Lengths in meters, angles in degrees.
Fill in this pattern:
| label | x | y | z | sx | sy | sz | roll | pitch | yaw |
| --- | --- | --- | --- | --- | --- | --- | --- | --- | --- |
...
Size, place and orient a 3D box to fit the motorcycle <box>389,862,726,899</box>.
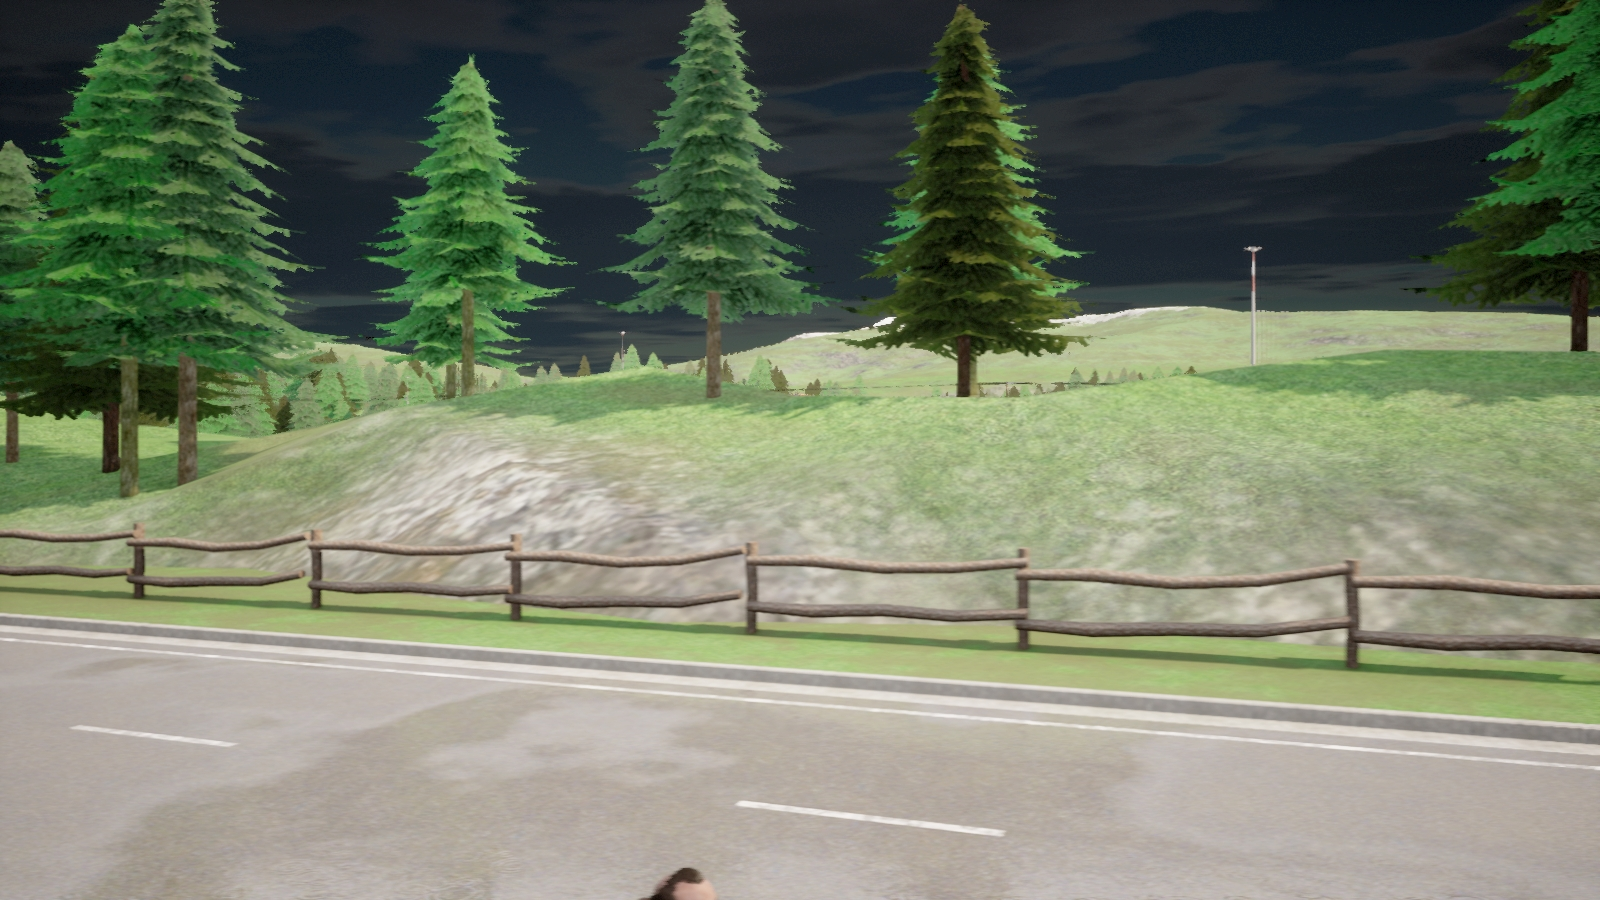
| label | x | y | z | sx | sy | sz | roll | pitch | yaw |
| --- | --- | --- | --- | --- | --- | --- | --- | --- | --- |
| motorcycle | -0.408 | 2.205 | 3.593 | 2.209 | 1.251 | 0.867 | 0 | 1 | 18 |
